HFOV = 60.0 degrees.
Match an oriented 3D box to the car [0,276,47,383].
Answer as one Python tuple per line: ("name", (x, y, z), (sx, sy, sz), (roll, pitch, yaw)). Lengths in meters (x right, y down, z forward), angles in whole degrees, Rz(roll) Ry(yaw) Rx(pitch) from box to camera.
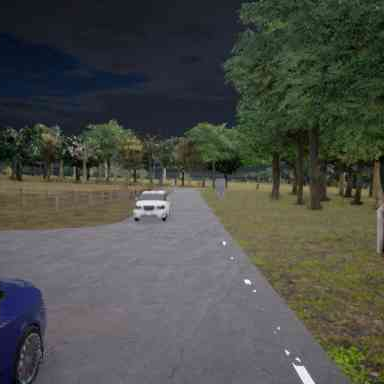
("car", (-2.751, 1.524, 2.517), (1.812, 1.442, 4.674), (0, 0, 0))

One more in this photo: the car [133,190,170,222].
("car", (-2.767, 0.941, 24.019), (2.150, 2.045, 5.566), (0, 2, 0))
